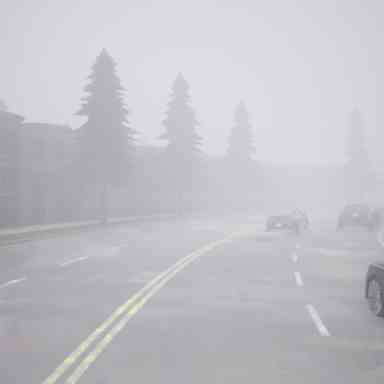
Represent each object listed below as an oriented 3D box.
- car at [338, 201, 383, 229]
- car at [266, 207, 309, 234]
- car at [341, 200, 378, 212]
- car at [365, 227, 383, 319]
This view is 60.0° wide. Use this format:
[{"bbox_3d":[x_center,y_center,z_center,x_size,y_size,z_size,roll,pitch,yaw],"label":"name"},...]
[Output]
[{"bbox_3d":[11.561,1.568,22.835,2.097,1.767,4.553,0,0,35],"label":"car"},{"bbox_3d":[5.930,1.679,20.514,1.812,1.442,4.674,0,0,29],"label":"car"},{"bbox_3d":[22.816,1.934,45.311,4.892,1.490,1.837,1,-1,-26],"label":"car"},{"bbox_3d":[4.091,1.552,4.567,2.128,1.511,4.902,0,0,7],"label":"car"}]
